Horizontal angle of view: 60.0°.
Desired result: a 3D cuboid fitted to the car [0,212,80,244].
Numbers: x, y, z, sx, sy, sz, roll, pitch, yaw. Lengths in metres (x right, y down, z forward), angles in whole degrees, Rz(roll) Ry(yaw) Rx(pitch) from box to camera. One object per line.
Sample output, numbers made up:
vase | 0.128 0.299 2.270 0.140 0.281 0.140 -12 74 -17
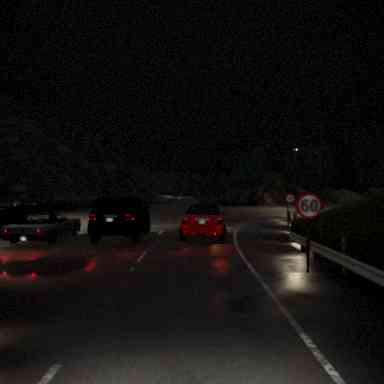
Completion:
car | -6.900 1.615 15.846 1.895 1.301 4.718 0 0 0

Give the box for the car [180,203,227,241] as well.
car | 0.687 1.369 16.961 2.097 1.767 4.553 0 0 6

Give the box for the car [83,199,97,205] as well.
car | -24.503 2.399 80.064 1.895 1.301 4.718 0 -2 0

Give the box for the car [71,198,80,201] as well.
car | -21.005 1.814 64.385 2.128 1.511 4.902 0 -1 0

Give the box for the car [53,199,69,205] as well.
car | -31.503 2.329 80.097 1.812 1.442 4.674 0 -2 0

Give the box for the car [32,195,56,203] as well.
car | -28.002 1.516 64.238 2.150 2.045 5.566 0 -1 0

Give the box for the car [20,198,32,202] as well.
car | -31.502 1.844 64.261 1.994 1.385 4.181 0 -1 0

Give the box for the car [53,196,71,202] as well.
car | -24.502 1.819 64.299 1.812 1.442 4.674 0 -1 0

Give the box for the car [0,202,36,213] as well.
car | -10.401 1.509 17.269 2.128 1.511 4.902 0 0 0

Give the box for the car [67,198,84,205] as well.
car | -28.003 2.330 80.097 2.128 1.511 4.902 0 -2 0

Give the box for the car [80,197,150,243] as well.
car | -3.400 1.238 16.380 2.150 2.045 5.566 0 0 0
